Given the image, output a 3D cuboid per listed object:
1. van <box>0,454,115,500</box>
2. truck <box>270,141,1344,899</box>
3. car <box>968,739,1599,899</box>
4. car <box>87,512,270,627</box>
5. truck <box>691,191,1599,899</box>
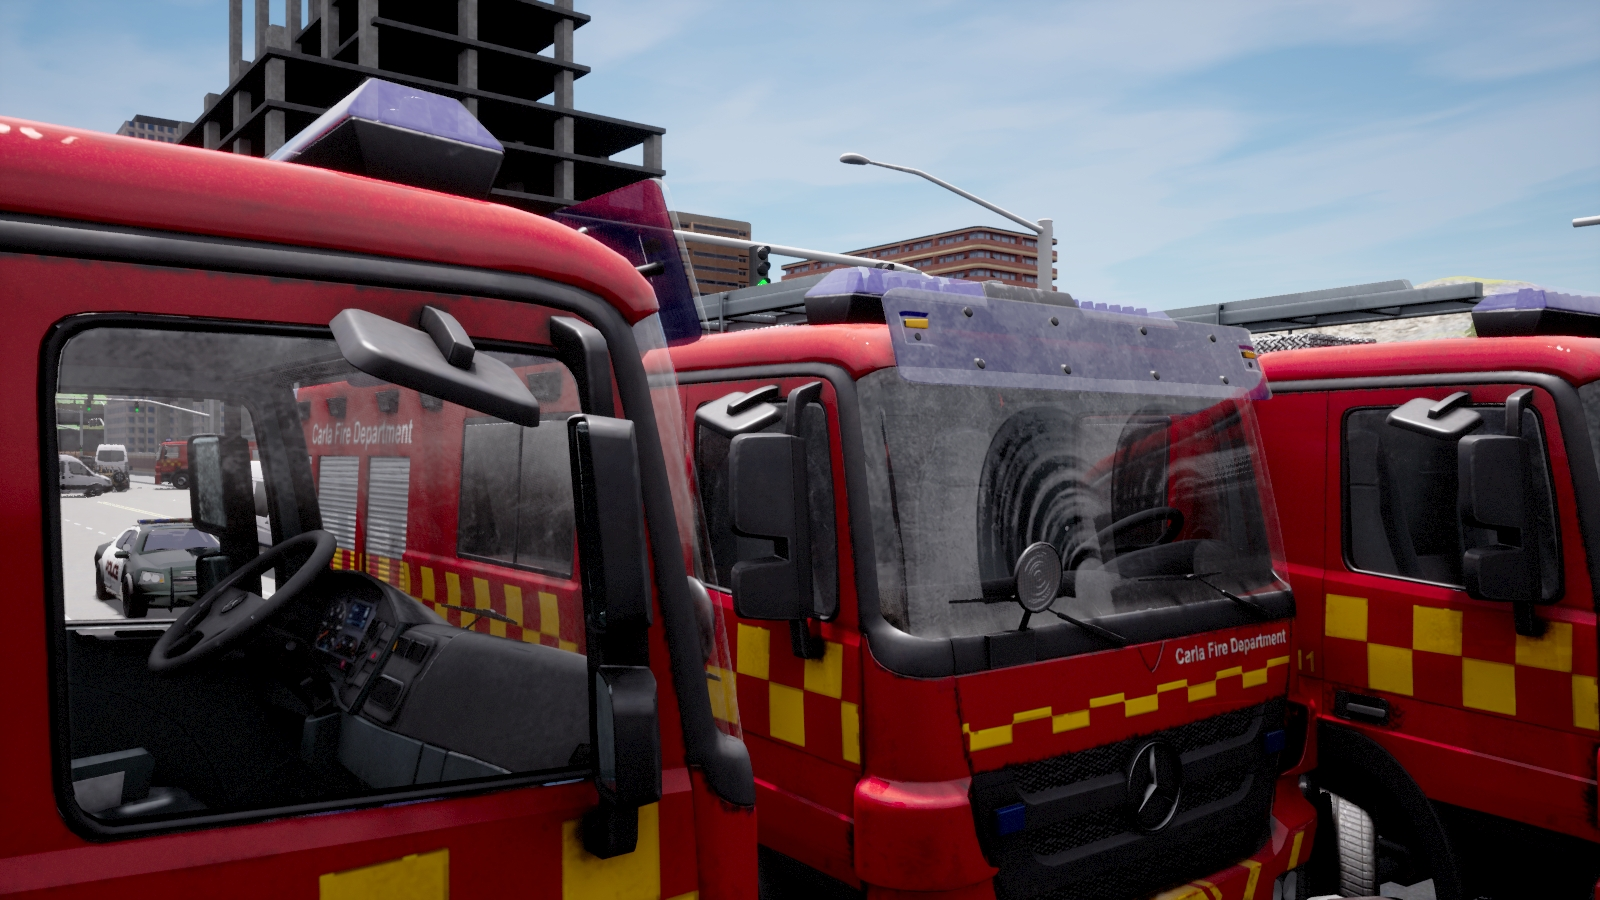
[{"bbox_3d":[-43.294,1.507,66.228,5.915,2.561,1.988,0,0,-40],"label":"van"},{"bbox_3d":[-1.099,0.890,8.003,2.891,3.827,8.468,0,0,-38],"label":"truck"},{"bbox_3d":[2.437,2.065,3.109,1.970,1.475,3.806,0,0,-30],"label":"car"},{"bbox_3d":[-11.386,2.037,20.746,2.038,1.542,4.974,0,0,-39],"label":"car"},{"bbox_3d":[2.348,0.890,8.605,2.891,3.827,8.468,0,0,-31],"label":"truck"}]
